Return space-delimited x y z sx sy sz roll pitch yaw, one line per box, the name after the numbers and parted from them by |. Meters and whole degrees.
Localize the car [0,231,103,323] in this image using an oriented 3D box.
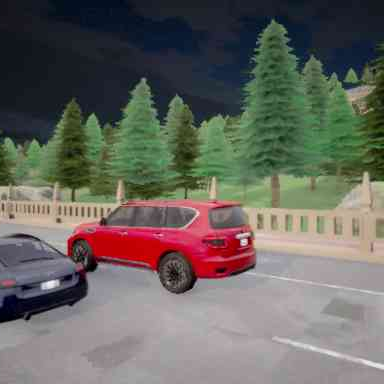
-4.074 1.564 6.897 4.181 1.385 1.994 0 0 36 | car

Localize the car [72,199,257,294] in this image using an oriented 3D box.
-1.018 1.221 9.018 5.566 2.045 2.150 0 0 36 | car
